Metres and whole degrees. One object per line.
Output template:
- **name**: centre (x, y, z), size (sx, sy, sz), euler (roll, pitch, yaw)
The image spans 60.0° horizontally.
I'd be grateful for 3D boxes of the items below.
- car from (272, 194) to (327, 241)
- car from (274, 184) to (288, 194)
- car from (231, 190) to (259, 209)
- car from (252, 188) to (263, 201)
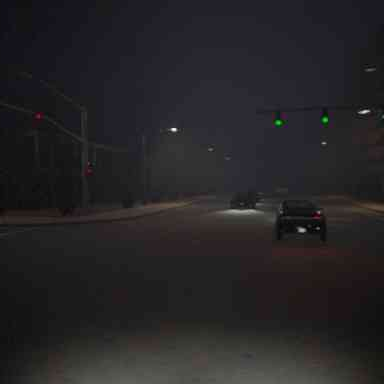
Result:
- **car**: centre (4.500, 1.075, 14.177), size (2.128, 1.511, 4.902), euler (-1, 2, 14)
- **car**: centre (15.466, -0.381, 57.629), size (2.150, 2.045, 5.566), euler (-1, 1, 14)
- **car**: centre (4.675, 0.777, 29.911), size (1.994, 1.385, 4.181), euler (-1, 1, 14)
- **car**: centre (7.097, 0.480, 39.435), size (1.812, 1.442, 4.674), euler (-1, 1, 15)
